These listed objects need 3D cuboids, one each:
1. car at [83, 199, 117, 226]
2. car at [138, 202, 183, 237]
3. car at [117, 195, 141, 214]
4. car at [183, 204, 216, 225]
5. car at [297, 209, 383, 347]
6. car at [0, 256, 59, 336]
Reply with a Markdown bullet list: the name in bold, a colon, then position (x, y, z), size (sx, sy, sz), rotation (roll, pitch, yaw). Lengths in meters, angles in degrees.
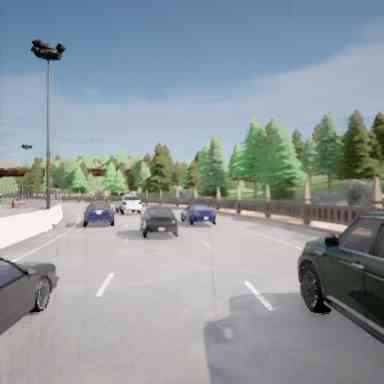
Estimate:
- **car**: position (-6.823, 1.454, 24.685), size (2.097, 1.767, 4.553), rotation (0, 0, -14)
- **car**: position (-1.911, 1.570, 18.620), size (1.837, 1.490, 4.892), rotation (0, 0, -10)
- **car**: position (-7.143, 1.361, 37.179), size (2.150, 2.045, 5.566), rotation (0, 0, -21)
- **car**: position (0.410, 1.598, 24.478), size (1.812, 1.442, 4.674), rotation (0, 0, -13)
- **car**: position (3.342, 1.222, 4.550), size (2.150, 2.045, 5.566), rotation (0, 0, -3)
- **car**: position (-3.634, 1.577, 4.652), size (2.033, 1.411, 5.357), rotation (0, 0, -3)
